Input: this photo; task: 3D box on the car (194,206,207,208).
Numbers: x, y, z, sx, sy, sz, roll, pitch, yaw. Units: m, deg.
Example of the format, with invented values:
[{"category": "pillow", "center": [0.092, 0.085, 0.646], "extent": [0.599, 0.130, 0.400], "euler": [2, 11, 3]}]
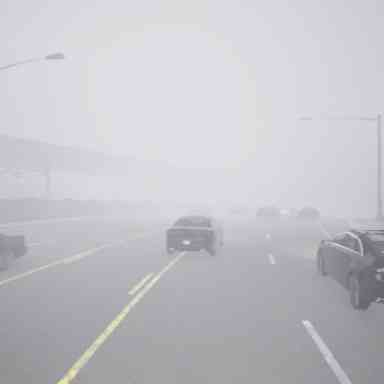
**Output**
[{"category": "car", "center": [0.989, 2.567, 45.264], "extent": [1.895, 1.301, 4.718], "euler": [0, -3, 27]}]

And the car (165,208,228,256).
[{"category": "car", "center": [0.260, 1.689, 14.303], "extent": [1.882, 1.535, 5.008], "euler": [0, -1, 11]}]

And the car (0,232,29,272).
[{"category": "car", "center": [-6.467, 1.595, 8.527], "extent": [2.033, 1.411, 5.357], "euler": [1, -1, 7]}]

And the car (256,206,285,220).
[{"category": "car", "center": [8.276, 2.217, 35.997], "extent": [2.128, 1.511, 4.902], "euler": [0, -2, 25]}]

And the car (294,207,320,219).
[{"category": "car", "center": [14.357, 2.544, 40.667], "extent": [2.033, 1.411, 5.357], "euler": [0, -3, 29]}]

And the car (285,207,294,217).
[{"category": "car", "center": [13.470, 2.773, 46.275], "extent": [1.812, 1.442, 4.674], "euler": [-1, -3, 31]}]

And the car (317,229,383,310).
[{"category": "car", "center": [4.405, 1.654, 8.057], "extent": [2.128, 1.511, 4.902], "euler": [0, -1, 8]}]

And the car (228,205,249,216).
[{"category": "car", "center": [6.861, 2.734, 48.783], "extent": [1.837, 1.490, 4.892], "euler": [-1, -4, 30]}]
